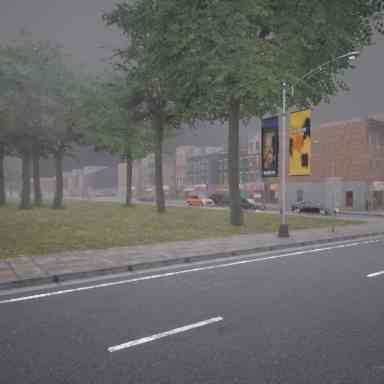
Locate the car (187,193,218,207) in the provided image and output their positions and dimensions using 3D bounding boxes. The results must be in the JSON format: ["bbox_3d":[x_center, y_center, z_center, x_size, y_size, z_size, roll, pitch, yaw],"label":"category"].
[{"bbox_3d":[1.201,1.272,48.767,2.097,1.767,4.553,1,0,-35],"label":"car"}]

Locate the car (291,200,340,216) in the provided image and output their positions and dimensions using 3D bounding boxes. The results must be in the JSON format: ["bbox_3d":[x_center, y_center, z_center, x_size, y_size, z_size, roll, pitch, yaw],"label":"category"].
[{"bbox_3d":[12.251,1.568,33.288,2.128,1.511,4.902,1,0,-36],"label":"car"}]

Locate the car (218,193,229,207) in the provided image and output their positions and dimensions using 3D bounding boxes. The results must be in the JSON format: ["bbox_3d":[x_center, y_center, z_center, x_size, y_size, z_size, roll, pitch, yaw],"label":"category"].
[{"bbox_3d":[3.962,1.168,49.953,2.150,2.045,5.566,1,0,-35],"label":"car"}]

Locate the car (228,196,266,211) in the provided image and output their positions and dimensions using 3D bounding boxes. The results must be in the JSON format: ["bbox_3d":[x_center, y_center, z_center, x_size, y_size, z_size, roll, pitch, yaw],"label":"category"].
[{"bbox_3d":[6.922,1.518,40.744,1.812,1.442,4.674,1,0,-36],"label":"car"}]

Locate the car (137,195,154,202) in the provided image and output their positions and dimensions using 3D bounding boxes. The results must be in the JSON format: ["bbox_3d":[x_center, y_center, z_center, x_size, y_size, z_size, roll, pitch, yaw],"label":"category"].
[{"bbox_3d":[-9.715,1.339,69.074,2.128,1.511,4.902,1,0,-36],"label":"car"}]
